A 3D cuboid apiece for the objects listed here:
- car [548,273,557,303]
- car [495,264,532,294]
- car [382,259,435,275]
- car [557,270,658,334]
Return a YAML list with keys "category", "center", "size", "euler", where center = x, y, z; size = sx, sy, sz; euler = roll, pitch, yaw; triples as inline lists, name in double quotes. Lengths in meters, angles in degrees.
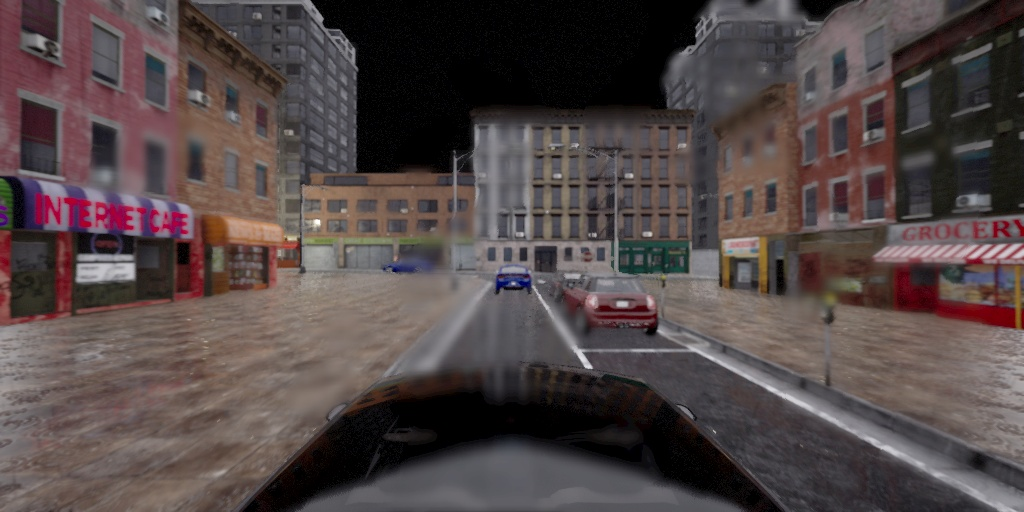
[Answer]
- category: "car"
  center: [2.641, 1.275, 16.033]
  size: [2.007, 1.370, 4.403]
  euler: [0, 0, 0]
- category: "car"
  center: [0.079, 1.196, 19.934]
  size: [1.882, 1.535, 5.008]
  euler: [0, 0, 0]
- category: "car"
  center: [-10.185, 1.009, 35.391]
  size: [5.008, 1.535, 1.882]
  euler: [1, -1, 1]
- category: "car"
  center: [2.640, 1.174, 10.530]
  size: [1.967, 1.591, 4.097]
  euler: [0, 0, 0]
